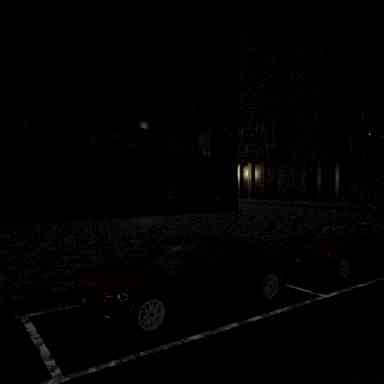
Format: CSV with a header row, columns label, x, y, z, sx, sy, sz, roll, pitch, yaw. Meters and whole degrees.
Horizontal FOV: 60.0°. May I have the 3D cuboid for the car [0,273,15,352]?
label,x,y,z,sx,sy,sz,roll,pitch,yaw
car,-4.422,1.544,3.507,4.507,1.381,1.887,0,0,-36

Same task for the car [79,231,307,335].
label,x,y,z,sx,sy,sz,roll,pitch,yaw
car,0.073,1.545,6.720,4.507,1.381,1.887,0,0,-36

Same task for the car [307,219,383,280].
label,x,y,z,sx,sy,sz,roll,pitch,yaw
car,4.568,1.546,9.933,4.507,1.381,1.887,0,0,-36
